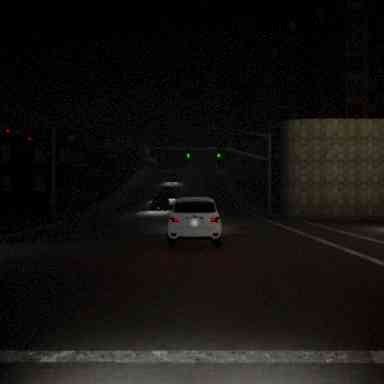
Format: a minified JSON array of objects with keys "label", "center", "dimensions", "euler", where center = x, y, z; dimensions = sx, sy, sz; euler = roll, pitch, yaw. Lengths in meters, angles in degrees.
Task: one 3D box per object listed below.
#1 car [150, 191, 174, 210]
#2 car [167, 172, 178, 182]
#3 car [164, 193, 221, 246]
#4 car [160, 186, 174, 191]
[{"label":"car","center":[-3.581,1.112,38.062],"dimensions":[2.033,1.411,5.357],"euler":[0,5,0]},{"label":"car","center":[-3.520,-2.893,61.415],"dimensions":[2.033,1.411,5.357],"euler":[0,12,1]},{"label":"car","center":[0.101,1.235,15.383],"dimensions":[2.150,2.045,5.566],"euler":[0,0,0]},{"label":"car","center":[-3.570,-0.090,47.756],"dimensions":[1.994,1.385,4.181],"euler":[0,10,0]}]
